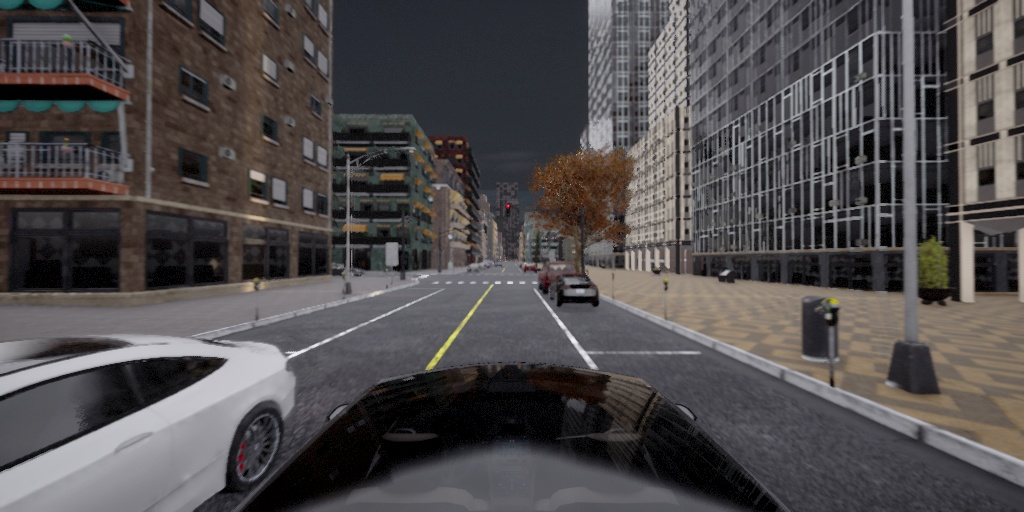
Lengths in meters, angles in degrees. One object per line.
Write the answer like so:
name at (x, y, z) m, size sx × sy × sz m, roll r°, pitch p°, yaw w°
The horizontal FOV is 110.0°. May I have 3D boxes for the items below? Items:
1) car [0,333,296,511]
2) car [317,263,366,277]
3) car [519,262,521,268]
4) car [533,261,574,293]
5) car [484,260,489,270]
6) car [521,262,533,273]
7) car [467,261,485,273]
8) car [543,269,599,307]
car at (-3.100, 1.277, 1.849) m, size 1.812 × 1.442 × 4.674 m, roll 0°, pitch 0°, yaw 0°
car at (-16.445, 1.381, 34.653) m, size 4.403 × 1.370 × 2.007 m, roll 0°, pitch 0°, yaw -1°
car at (2.671, 1.857, 65.307) m, size 1.751 × 1.417 × 4.829 m, roll 0°, pitch 0°, yaw 0°
car at (2.685, 1.240, 21.686) m, size 2.192 × 1.841 × 5.009 m, roll 0°, pitch 0°, yaw 0°
car at (-5.709, 1.882, 65.135) m, size 2.007 × 1.370 × 4.403 m, roll 0°, pitch 0°, yaw 0°
car at (2.675, 1.769, 54.072) m, size 1.888 × 1.381 × 4.507 m, roll 0°, pitch 0°, yaw 0°
car at (-5.706, 1.774, 54.070) m, size 2.007 × 1.370 × 4.403 m, roll 0°, pitch 0°, yaw 0°
car at (2.687, 1.443, 16.163) m, size 1.948 × 1.339 × 4.313 m, roll 0°, pitch 0°, yaw 0°
